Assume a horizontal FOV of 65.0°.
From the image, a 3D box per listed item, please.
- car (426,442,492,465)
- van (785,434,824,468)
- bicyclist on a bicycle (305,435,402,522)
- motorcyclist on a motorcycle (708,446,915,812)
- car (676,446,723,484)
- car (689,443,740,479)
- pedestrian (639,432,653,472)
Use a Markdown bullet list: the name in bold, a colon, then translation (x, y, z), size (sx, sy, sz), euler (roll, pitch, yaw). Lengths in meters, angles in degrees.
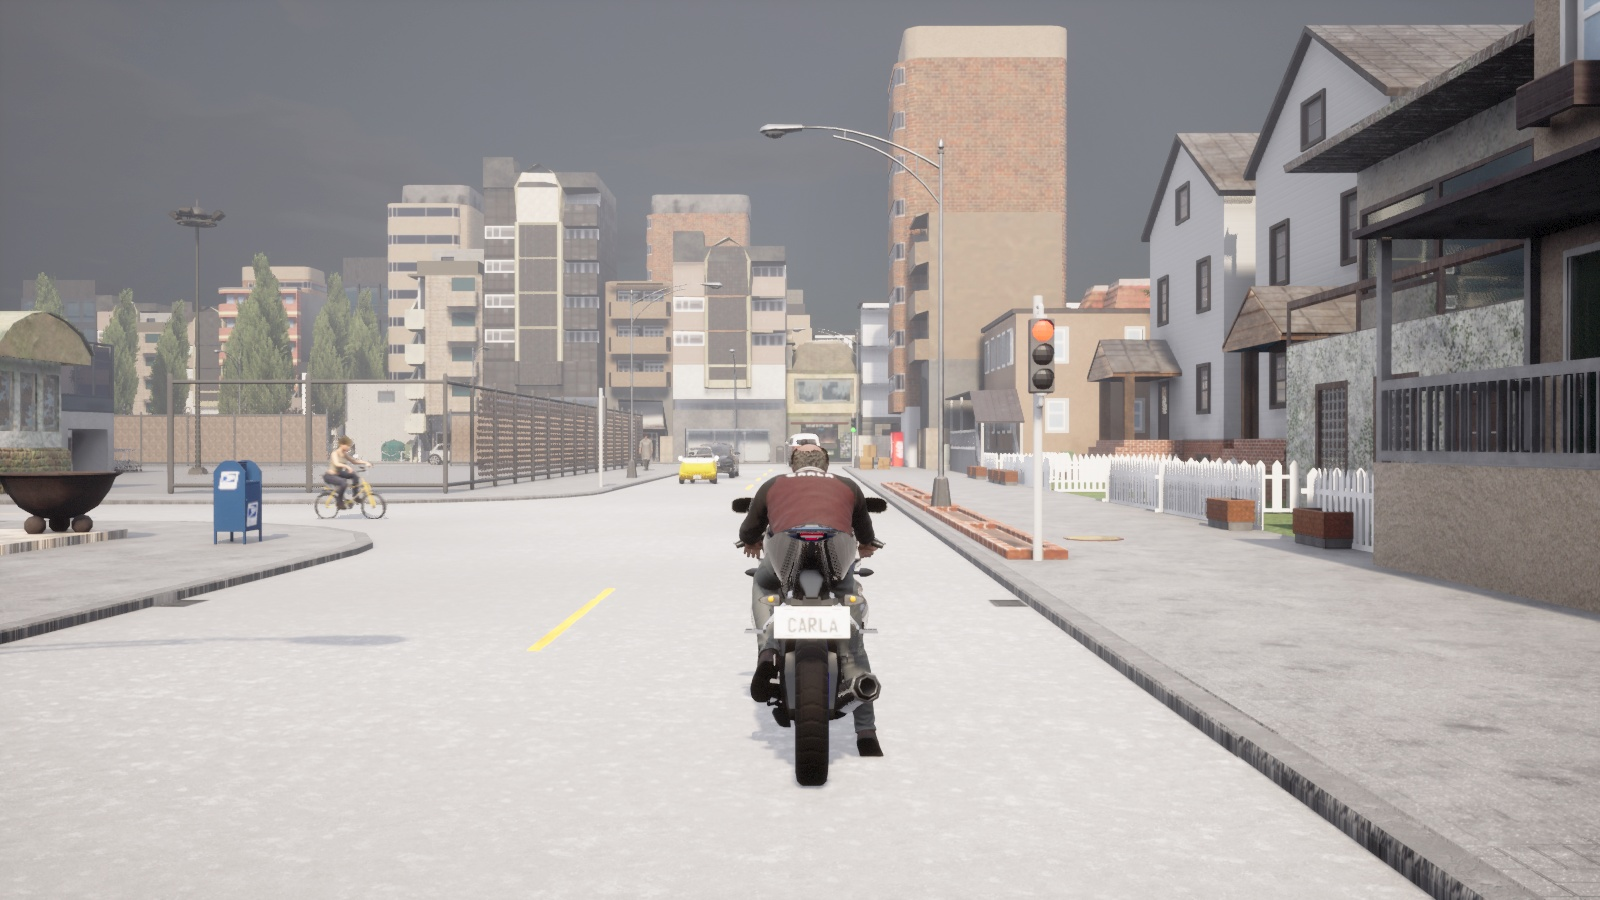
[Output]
- **car**: translation (-22.269, 0.230, 82.157), size (3.806, 1.475, 1.970), euler (0, 0, 1)
- **van**: translation (0.224, 0.037, 76.729), size (2.069, 2.038, 4.480), euler (0, 0, -4)
- **bicyclist on a bicycle**: translation (-8.649, 0.538, 24.366), size (1.509, 1.612, 0.866), euler (0, 3, 9)
- **motorcyclist on a motorcycle**: translation (0.050, 0.746, 6.352), size (0.866, 1.530, 2.191), euler (0, 0, 0)
- **car**: translation (-3.681, 0.537, 46.247), size (1.481, 1.376, 2.207), euler (0, 0, 1)
- **car**: translation (-3.660, 0.441, 54.512), size (1.837, 1.490, 4.892), euler (0, 0, 1)
- **pedestrian**: translation (-7.704, 0.095, 62.883), size (0.659, 1.952, 0.873), euler (0, 0, -8)
